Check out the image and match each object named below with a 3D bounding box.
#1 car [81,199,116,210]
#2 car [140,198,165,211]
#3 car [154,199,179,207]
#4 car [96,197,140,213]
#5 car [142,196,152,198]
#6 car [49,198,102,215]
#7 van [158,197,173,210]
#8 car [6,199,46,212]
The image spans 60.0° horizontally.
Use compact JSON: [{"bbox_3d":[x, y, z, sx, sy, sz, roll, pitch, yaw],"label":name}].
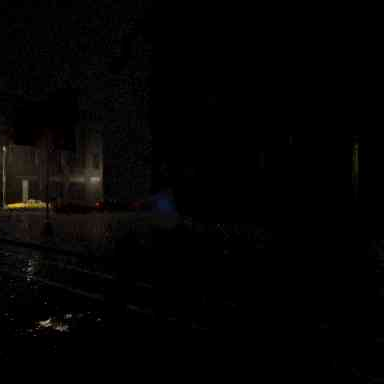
[{"bbox_3d":[-12.934,1.686,46.292,2.008,1.369,4.403,-1,-1,36],"label":"car"},{"bbox_3d":[-5.764,1.766,41.637,1.802,1.307,4.206,-1,-1,36],"label":"car"},{"bbox_3d":[-4.399,1.878,58.209,1.887,1.381,4.507,-1,-1,36],"label":"car"},{"bbox_3d":[-8.730,1.430,37.509,2.192,1.841,5.009,-1,-1,36],"label":"car"},{"bbox_3d":[-7.244,1.583,54.240,2.192,1.841,5.009,-1,-1,36],"label":"car"},{"bbox_3d":[-11.697,1.590,33.373,1.887,1.381,4.507,-1,-1,36],"label":"car"},{"bbox_3d":[-2.797,1.594,45.774,1.690,1.788,3.998,-1,-1,36],"label":"van"},{"bbox_3d":[-18.722,1.525,38.210,1.752,1.417,4.829,-1,-1,36],"label":"car"}]
